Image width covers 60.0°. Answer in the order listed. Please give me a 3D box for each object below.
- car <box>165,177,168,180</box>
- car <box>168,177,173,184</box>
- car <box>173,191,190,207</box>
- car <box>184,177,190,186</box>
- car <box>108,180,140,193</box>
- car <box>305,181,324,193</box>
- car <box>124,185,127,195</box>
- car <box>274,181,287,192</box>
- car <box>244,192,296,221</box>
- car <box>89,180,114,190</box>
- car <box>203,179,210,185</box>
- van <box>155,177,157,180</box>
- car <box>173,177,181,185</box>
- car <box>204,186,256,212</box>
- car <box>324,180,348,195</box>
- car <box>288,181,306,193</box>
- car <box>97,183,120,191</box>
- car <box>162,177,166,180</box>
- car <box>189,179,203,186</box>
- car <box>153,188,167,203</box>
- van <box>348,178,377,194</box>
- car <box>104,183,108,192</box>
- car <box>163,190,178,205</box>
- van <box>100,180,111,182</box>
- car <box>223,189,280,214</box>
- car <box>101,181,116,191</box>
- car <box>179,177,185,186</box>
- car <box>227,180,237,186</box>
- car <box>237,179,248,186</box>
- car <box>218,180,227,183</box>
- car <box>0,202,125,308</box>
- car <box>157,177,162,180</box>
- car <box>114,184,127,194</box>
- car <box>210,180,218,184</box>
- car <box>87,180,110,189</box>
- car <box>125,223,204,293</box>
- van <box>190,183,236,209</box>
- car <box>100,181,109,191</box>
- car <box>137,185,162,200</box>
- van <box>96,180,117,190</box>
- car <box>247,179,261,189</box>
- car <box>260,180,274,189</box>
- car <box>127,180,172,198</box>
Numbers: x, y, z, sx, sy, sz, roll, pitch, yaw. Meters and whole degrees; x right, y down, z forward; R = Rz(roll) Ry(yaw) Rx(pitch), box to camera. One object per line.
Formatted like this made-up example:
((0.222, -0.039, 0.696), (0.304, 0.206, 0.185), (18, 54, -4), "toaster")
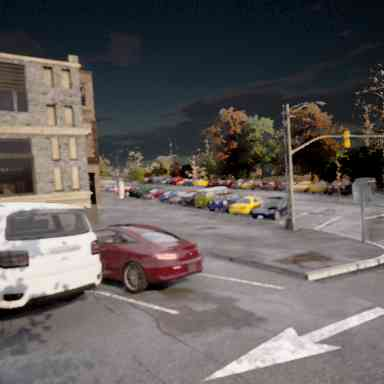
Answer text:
((-3.718, -2.670, 86.656), (4.792, 1.488, 2.163), (-6, 6, -44), "car")
((-2.464, -2.820, 83.976), (5.566, 2.045, 2.435), (-6, 5, -44), "car")
((0.727, 0.697, 36.667), (2.231, 1.521, 4.892), (0, 6, 41), "car")
((1.229, -2.289, 75.860), (4.553, 1.767, 2.185), (-6, 5, -45), "car")
((-12.997, -0.680, 63.543), (2.185, 1.767, 4.553), (1, 7, 44), "car")
((17.511, -0.688, 44.398), (1.946, 1.575, 5.366), (1, 5, 41), "car")
((-7.712, -0.037, 52.694), (2.097, 1.535, 5.008), (0, 6, 43), "car")
((14.545, -0.866, 49.451), (2.002, 1.452, 4.674), (1, 5, 42), "car")
((6.498, 1.203, 26.111), (2.163, 1.488, 4.792), (1, 6, 40), "car")
((-23.086, -1.880, 85.385), (5.566, 2.045, 2.435), (-8, 7, -44), "car")
((5.106, -1.747, 67.901), (2.163, 1.488, 4.792), (1, 5, 44), "car")
((-7.473, -3.324, 94.701), (4.442, 1.987, 1.878), (-6, 6, -44), "van")
((-1.365, -2.421, 81.138), (5.366, 1.575, 1.946), (-6, 6, -44), "car")
((3.643, 0.806, 31.365), (2.185, 1.767, 4.553), (0, 6, 40), "car")
((18.805, -0.678, 41.643), (2.185, 1.767, 4.553), (1, 5, 41), "car")
((15.842, -0.777, 46.708), (1.946, 1.575, 5.366), (2, 5, 42), "car")
((-19.353, -1.192, 77.193), (4.792, 1.488, 2.163), (-8, 7, -44), "car")
((-4.909, -2.810, 89.409), (4.792, 1.488, 2.163), (-6, 5, -44), "car")
((2.511, -2.033, 73.205), (2.097, 1.535, 5.008), (1, 5, 45), "car")
((-2.143, 0.496, 41.981), (2.002, 1.452, 4.674), (0, 6, 42), "car")
((20.210, -0.657, 38.997), (1.878, 1.987, 4.442), (1, 5, 41), "van")
((-14.288, -0.685, 66.276), (2.231, 1.521, 4.892), (1, 7, 45), "car")
((-0.704, 0.615, 39.323), (2.002, 1.452, 4.674), (1, 6, 41), "car")
((-18.022, -1.325, 74.541), (4.442, 1.987, 1.878), (-8, 6, -44), "van")
((5.285, 1.020, 28.916), (1.946, 1.575, 5.366), (0, 6, 40), "car")
((-15.583, -0.818, 69.000), (2.097, 1.535, 5.008), (0, 6, 45), "car")
((0.000, -2.297, 78.575), (4.892, 1.521, 2.231), (-6, 5, -44), "car")
((9.065, -1.521, 59.939), (2.185, 1.767, 4.553), (2, 5, 43), "car")
((10.521, -1.287, 57.433), (1.946, 1.575, 5.366), (1, 5, 43), "car")
((7.703, -1.519, 62.565), (2.097, 1.535, 5.008), (1, 5, 44), "car")
((-4.360, 1.243, 7.236), (5.566, 2.045, 2.435), (-1, -1, 35), "car")
((-6.289, -2.961, 91.960), (5.366, 1.575, 1.946), (-6, 6, -44), "car")
((-10.384, -0.293, 58.102), (2.097, 1.535, 5.008), (1, 6, 44), "car")
((6.372, -1.614, 65.191), (2.163, 1.488, 4.792), (2, 6, 44), "car")
((-25.559, -2.153, 90.854), (5.566, 2.045, 2.435), (-8, 7, -44), "car")
((-1.864, 1.570, 8.953), (4.674, 1.452, 2.002), (-1, -1, 35), "car")
((2.254, 0.576, 34.101), (1.878, 1.987, 4.442), (0, 6, 41), "van")
((-16.963, -0.937, 71.603), (5.366, 1.575, 1.946), (-8, 7, -44), "car")
((-4.949, 0.252, 47.321), (2.002, 1.452, 4.674), (1, 6, 42), "car")
((-20.512, -1.597, 80.021), (4.442, 1.987, 1.878), (-8, 6, -44), "van")
((11.737, -1.270, 54.642), (2.185, 1.767, 4.553), (1, 5, 43), "car")
((13.145, -0.986, 52.057), (2.002, 1.452, 4.674), (1, 5, 42), "car")
((-6.339, -0.165, 50.008), (2.435, 2.045, 5.566), (0, 6, 43), "car")
